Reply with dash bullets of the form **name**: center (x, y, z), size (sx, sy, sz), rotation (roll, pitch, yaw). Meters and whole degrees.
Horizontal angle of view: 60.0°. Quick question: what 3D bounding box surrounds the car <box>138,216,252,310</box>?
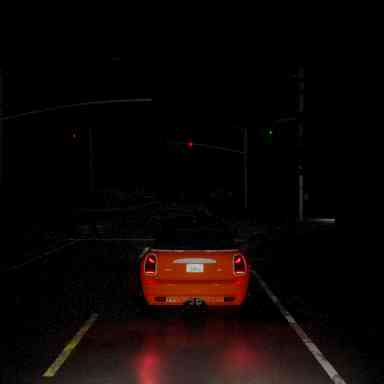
- **car**: center (0.058, 1.352, 7.954), size (2.097, 1.767, 4.553), rotation (0, 0, 0)
